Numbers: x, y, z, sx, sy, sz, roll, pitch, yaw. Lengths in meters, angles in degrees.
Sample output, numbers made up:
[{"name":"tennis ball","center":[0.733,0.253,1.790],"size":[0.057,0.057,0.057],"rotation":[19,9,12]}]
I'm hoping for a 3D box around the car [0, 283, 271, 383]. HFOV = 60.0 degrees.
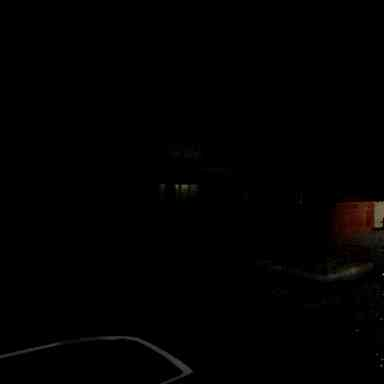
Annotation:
[{"name":"car","center":[-1.637,1.506,1.947],"size":[4.892,1.490,1.837],"rotation":[0,0,-36]}]
